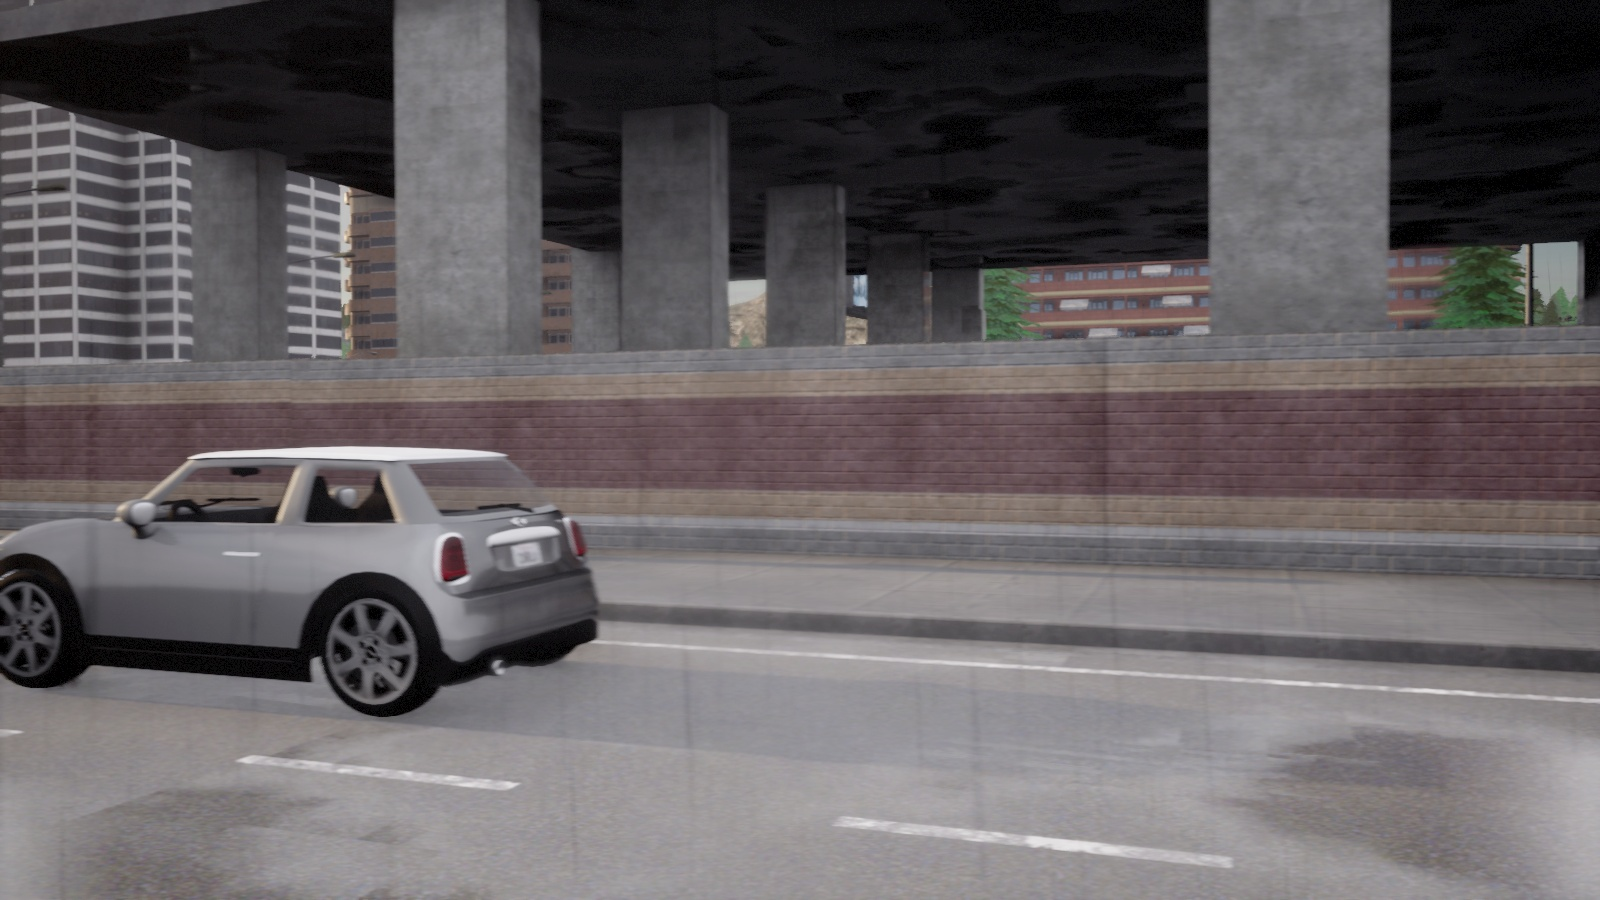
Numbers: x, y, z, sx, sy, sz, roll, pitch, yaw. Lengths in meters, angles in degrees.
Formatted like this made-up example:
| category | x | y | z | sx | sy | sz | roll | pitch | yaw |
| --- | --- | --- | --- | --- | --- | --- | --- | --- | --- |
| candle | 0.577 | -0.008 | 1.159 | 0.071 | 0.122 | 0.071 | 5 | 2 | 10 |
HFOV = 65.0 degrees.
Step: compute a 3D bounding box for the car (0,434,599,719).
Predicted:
| category | x | y | z | sx | sy | sz | roll | pitch | yaw |
| --- | --- | --- | --- | --- | --- | --- | --- | --- | --- |
| car | -3.479 | 0.647 | 8.160 | 3.806 | 1.475 | 1.970 | 1 | 1 | 19 |
